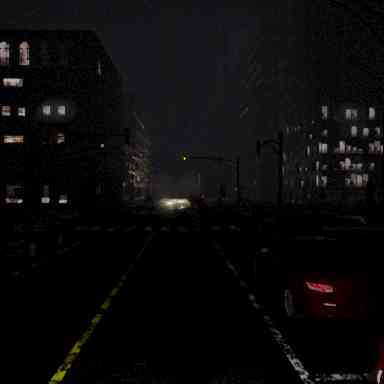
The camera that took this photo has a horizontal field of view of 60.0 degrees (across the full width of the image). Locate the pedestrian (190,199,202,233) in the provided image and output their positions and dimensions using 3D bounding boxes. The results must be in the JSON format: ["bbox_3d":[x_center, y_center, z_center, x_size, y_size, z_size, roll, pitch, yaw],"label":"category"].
[{"bbox_3d":[0.191,1.287,18.134,0.375,1.860,0.375,-1,1,-2],"label":"pedestrian"}]

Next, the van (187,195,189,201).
[{"bbox_3d":[0.524,1.285,61.963,1.690,1.788,3.998,-1,0,-2],"label":"van"}]

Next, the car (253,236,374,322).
[{"bbox_3d":[2.456,1.579,6.996,1.802,1.307,4.206,-1,0,-2],"label":"car"}]

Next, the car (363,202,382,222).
[{"bbox_3d":[15.873,1.690,25.220,4.403,1.369,2.008,0,1,-1],"label":"car"}]

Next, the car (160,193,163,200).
[{"bbox_3d":[-8.399,1.458,78.570,1.887,1.381,4.507,-1,0,-2],"label":"car"}]

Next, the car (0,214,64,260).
[{"bbox_3d":[-6.111,1.546,12.248,2.008,1.369,4.403,-1,0,-2],"label":"car"}]

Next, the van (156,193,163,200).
[{"bbox_3d":[-8.791,1.229,89.857,1.690,1.788,3.998,-1,0,-2],"label":"van"}]

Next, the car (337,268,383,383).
[{"bbox_3d":[2.648,1.544,1.418,1.887,1.381,4.507,-1,0,-2],"label":"car"}]

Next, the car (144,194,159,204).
[{"bbox_3d":[-7.815,1.510,61.643,1.947,1.339,4.313,-1,0,-2],"label":"car"}]

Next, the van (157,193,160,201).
[{"bbox_3d":[-8.013,1.276,67.285,1.690,1.788,3.998,-1,0,-2],"label":"van"}]

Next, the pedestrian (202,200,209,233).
[{"bbox_3d":[0.623,1.286,19.350,0.375,1.860,0.375,-1,1,-2],"label":"pedestrian"}]

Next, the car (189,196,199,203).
[{"bbox_3d":[0.331,1.479,67.606,1.887,1.381,4.507,-1,0,-2],"label":"car"}]

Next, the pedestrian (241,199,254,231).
[{"bbox_3d":[3.155,1.287,18.838,0.375,1.860,0.375,-1,1,-2],"label":"pedestrian"}]

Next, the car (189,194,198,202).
[{"bbox_3d":[0.914,1.401,50.678,1.967,1.590,4.097,-1,0,-2],"label":"car"}]

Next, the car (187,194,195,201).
[{"bbox_3d":[-0.248,1.341,84.533,1.967,1.590,4.097,-1,0,-2],"label":"car"}]

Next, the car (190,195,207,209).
[{"bbox_3d":[1.110,1.513,45.036,1.887,1.381,4.507,-1,0,-2],"label":"car"}]

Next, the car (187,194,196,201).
[{"bbox_3d":[-0.059,1.353,78.890,1.967,1.590,4.097,-1,0,-2],"label":"car"}]

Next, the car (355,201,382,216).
[{"bbox_3d":[17.864,1.560,31.177,4.892,1.490,1.837,0,1,-1],"label":"car"}]
